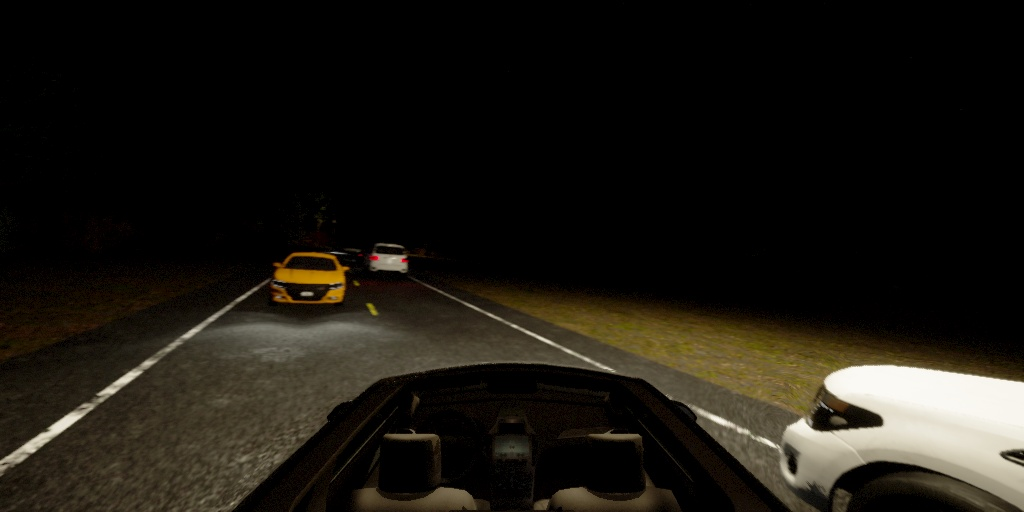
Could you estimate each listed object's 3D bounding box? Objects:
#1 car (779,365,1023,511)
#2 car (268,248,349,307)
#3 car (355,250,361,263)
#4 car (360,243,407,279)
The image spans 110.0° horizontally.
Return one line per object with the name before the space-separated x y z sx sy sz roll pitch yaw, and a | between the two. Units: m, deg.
car | 4.215 1.351 0.956 2.150 2.045 5.566 5 0 -28
car | -6.553 0.627 11.756 1.882 1.535 5.008 5 0 -27
car | -14.359 0.014 35.471 1.994 1.385 4.181 5 0 -25
car | -7.993 0.235 22.474 2.150 2.045 5.566 5 0 -26
